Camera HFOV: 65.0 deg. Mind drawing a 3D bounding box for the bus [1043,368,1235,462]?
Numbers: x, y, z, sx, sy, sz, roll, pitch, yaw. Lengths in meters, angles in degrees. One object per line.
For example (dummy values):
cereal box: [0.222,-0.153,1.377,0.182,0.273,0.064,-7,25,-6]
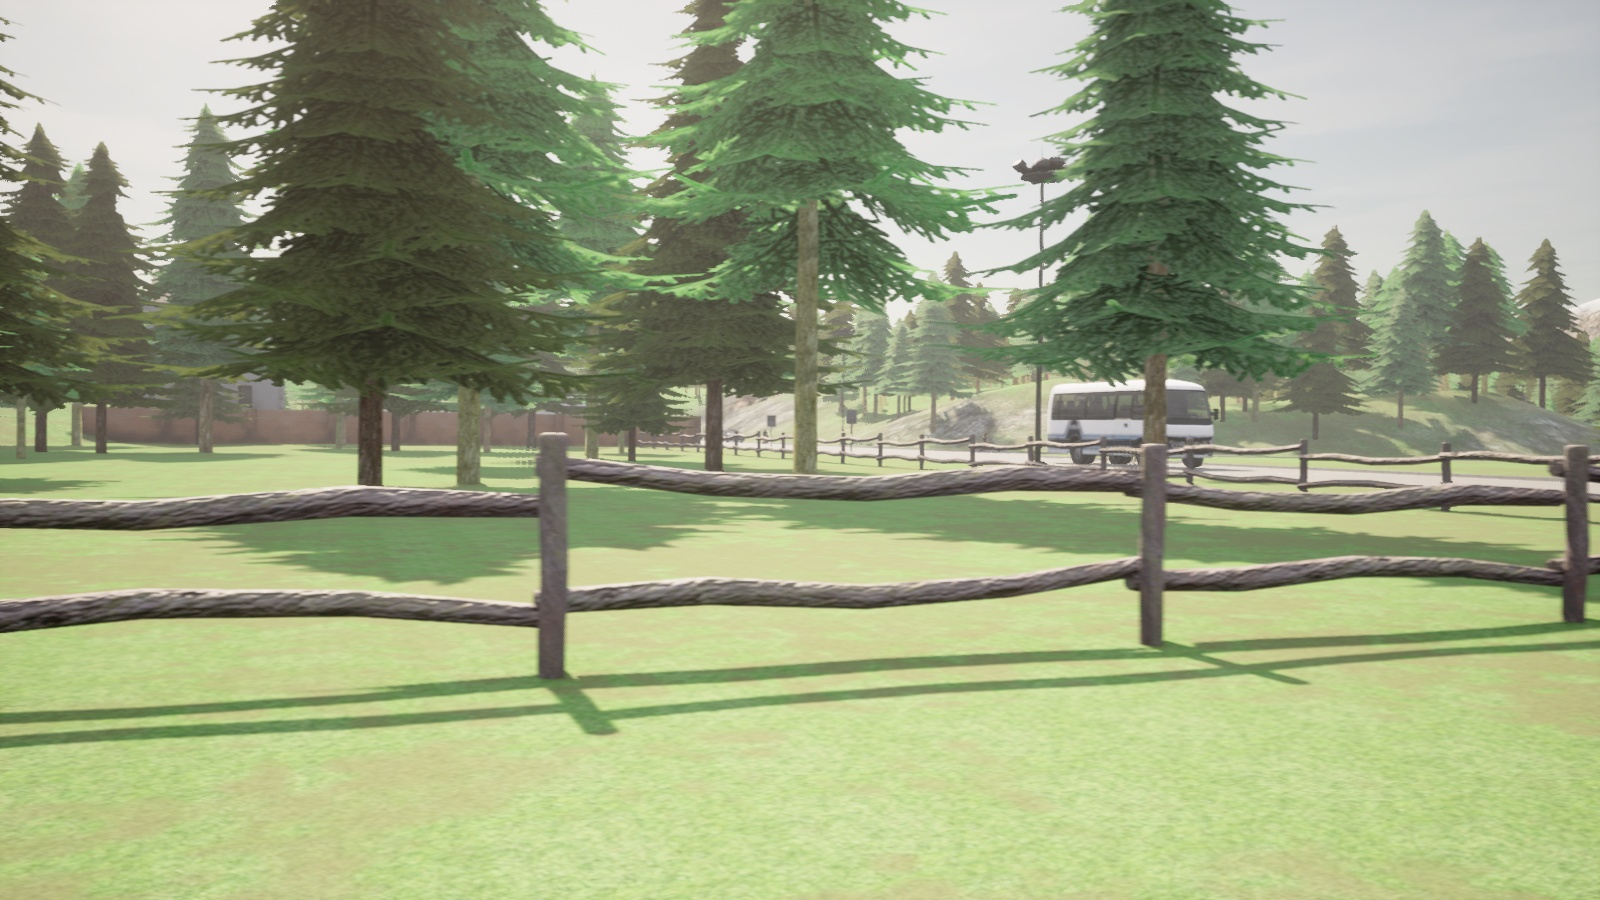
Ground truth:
bus: [16.473,-1.674,62.128,3.944,4.253,10.273,-1,1,-20]
